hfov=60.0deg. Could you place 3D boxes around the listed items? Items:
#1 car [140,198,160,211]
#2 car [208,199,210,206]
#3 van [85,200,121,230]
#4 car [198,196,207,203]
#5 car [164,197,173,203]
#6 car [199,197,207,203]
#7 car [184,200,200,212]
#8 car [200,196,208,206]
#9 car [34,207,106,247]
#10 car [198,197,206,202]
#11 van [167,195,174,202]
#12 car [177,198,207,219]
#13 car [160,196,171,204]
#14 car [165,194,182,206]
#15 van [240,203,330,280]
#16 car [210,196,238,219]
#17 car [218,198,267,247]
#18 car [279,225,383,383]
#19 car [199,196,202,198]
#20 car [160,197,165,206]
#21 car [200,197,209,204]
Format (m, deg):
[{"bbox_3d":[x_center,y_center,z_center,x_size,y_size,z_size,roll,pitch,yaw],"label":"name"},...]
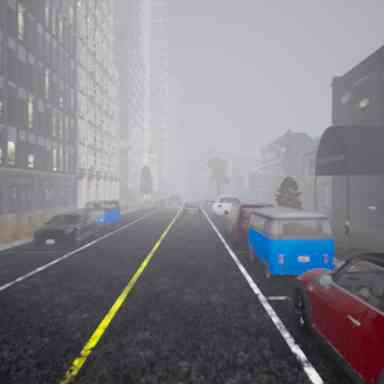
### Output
[{"bbox_3d":[-5.706,1.697,43.552,1.752,1.417,4.829,-1,0,0],"label":"car"},{"bbox_3d":[3.114,1.649,37.075,1.837,1.490,4.892,0,0,0],"label":"car"},{"bbox_3d":[-5.690,1.424,21.146,1.690,1.788,3.998,-1,0,0],"label":"van"},{"bbox_3d":[2.606,1.771,83.182,1.967,1.590,4.097,-1,0,0],"label":"car"},{"bbox_3d":[-5.739,1.897,83.230,1.947,1.339,4.313,-1,0,0],"label":"car"},{"bbox_3d":[2.612,1.834,77.708,1.752,1.417,4.829,-1,0,0],"label":"car"},{"bbox_3d":[0.030,1.771,43.264,1.895,1.301,4.718,0,0,0],"label":"car"},{"bbox_3d":[2.632,1.783,54.962,1.947,1.339,4.313,-1,0,0],"label":"car"},{"bbox_3d":[-5.682,1.627,15.502,1.947,1.339,4.313,-1,0,0],"label":"car"},{"bbox_3d":[2.603,1.921,88.826,1.947,1.339,4.313,-1,0,0],"label":"car"},{"bbox_3d":[-5.751,1.696,88.875,1.690,1.788,3.998,-1,0,0],"label":"van"},{"bbox_3d":[0.018,1.607,30.001,2.128,1.511,4.902,0,0,0],"label":"car"},{"bbox_3d":[-5.731,1.725,71.942,1.967,1.590,4.097,-1,0,0],"label":"car"},{"bbox_3d":[-3.079,1.461,60.459,2.150,2.045,5.566,0,0,1],"label":"car"},{"bbox_3d":[2.667,1.380,9.811,1.690,1.788,3.998,-1,0,0],"label":"van"},{"bbox_3d":[3.081,1.346,30.105,2.150,2.045,5.566,0,0,0],"label":"car"},{"bbox_3d":[2.661,1.376,15.454,2.192,1.841,5.009,-1,0,0],"label":"car"},{"bbox_3d":[2.673,1.457,4.166,1.967,1.590,4.097,-1,0,0],"label":"car"},{"bbox_3d":[2.622,1.807,66.250,1.887,1.381,4.507,-1,0,0],"label":"car"},{"bbox_3d":[-5.720,1.806,60.653,1.947,1.339,4.313,-1,0,0],"label":"car"},{"bbox_3d":[2.618,1.867,71.894,1.802,1.307,4.206,-1,0,0],"label":"car"}]
